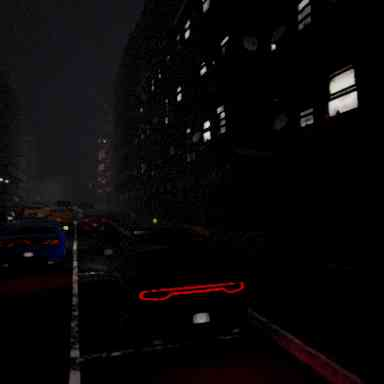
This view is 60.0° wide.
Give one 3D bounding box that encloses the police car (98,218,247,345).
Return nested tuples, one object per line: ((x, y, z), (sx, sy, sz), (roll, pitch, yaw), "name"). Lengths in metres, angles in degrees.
((-0.731, 1.565, 6.998), (1.930, 1.638, 5.238), (0, -1, -19), "police car")

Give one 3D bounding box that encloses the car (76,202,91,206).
((-10.588, 2.126, 33.761), (1.967, 1.590, 4.097), (2, -2, -19), "car")

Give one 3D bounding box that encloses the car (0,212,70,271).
((-5.582, 1.716, 12.021), (1.882, 1.535, 5.008), (0, -1, -19), "car")

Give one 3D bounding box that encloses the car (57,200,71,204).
((-17.189, 2.143, 44.717), (2.150, 2.045, 5.566), (0, -1, -19), "car")

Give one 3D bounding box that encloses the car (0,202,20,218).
((-18.046, 1.950, 31.204), (2.192, 1.841, 5.009), (2, -2, -19), "car")

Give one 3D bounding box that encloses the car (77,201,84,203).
((-14.295, 2.223, 44.183), (2.192, 1.841, 5.009), (2, -2, -19), "car")

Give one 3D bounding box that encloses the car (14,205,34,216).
((-23.558, 2.538, 46.846), (1.947, 1.339, 4.313), (2, -2, -19), "car")

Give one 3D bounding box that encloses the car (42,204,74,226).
((-11.194, 2.042, 27.972), (1.882, 1.535, 5.008), (0, -1, -19), "car")

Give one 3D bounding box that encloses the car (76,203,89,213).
((-17.970, 2.579, 54.613), (1.967, 1.590, 4.097), (2, -2, -19), "car")

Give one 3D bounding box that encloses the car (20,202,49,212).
((-17.534, 2.241, 37.287), (1.882, 1.535, 5.008), (0, -1, -19), "car")

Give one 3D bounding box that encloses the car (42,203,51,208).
((-36.407, 3.408, 83.355), (1.802, 1.307, 4.206), (2, -2, -19), "car")

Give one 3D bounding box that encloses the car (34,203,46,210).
((-30.899, 2.993, 67.708), (1.887, 1.381, 4.507), (2, -2, -19), "car")

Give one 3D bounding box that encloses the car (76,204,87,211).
((-21.644, 2.958, 65.042), (1.802, 1.307, 4.206), (2, -2, -19), "car")

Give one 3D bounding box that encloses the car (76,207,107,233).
((-6.926, 2.012, 23.323), (1.887, 1.381, 4.507), (2, -2, -19), "car")

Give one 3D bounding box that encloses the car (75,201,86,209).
((-25.311, 2.938, 75.483), (2.192, 1.841, 5.009), (2, -2, -19), "car")

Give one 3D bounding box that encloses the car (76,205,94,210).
((-8.761, 2.120, 28.538), (1.887, 1.381, 4.507), (2, -2, -19), "car")
